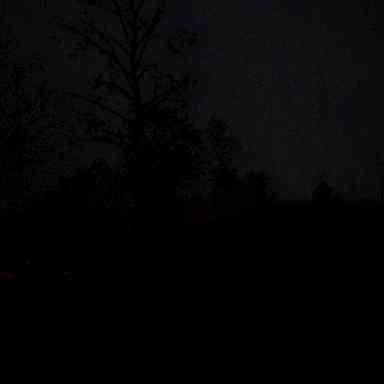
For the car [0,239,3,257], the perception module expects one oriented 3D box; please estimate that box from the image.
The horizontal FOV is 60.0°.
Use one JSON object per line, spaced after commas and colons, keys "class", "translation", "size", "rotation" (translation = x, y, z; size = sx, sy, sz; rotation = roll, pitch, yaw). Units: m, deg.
{"class": "car", "translation": [-7.889, 1.510, 10.664], "size": [4.181, 1.385, 1.994], "rotation": [0, 1, 37]}
